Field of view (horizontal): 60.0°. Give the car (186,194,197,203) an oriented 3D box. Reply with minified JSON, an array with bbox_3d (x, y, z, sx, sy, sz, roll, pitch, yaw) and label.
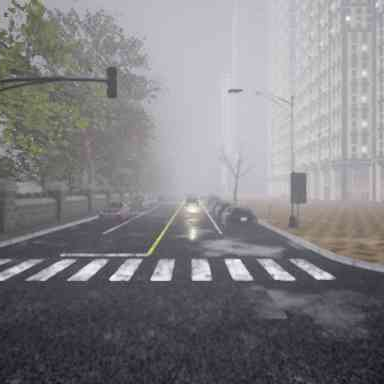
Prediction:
[{"bbox_3d":[-0.029,1.123,57.913,1.837,1.490,4.892,0,0,0],"label":"car"}]

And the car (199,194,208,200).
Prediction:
[{"bbox_3d":[2.655,1.096,75.700,1.802,1.307,4.206,0,0,0],"label":"car"}]

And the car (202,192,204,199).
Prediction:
[{"bbox_3d":[3.123,1.163,54.689,1.812,1.442,4.674,0,0,0],"label":"car"}]

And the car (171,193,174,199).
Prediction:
[{"bbox_3d":[-5.725,1.058,75.696,1.887,1.381,4.507,0,0,0],"label":"car"}]

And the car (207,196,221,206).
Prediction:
[{"bbox_3d":[2.677,1.355,30.643,1.947,1.339,4.313,0,0,0],"label":"car"}]

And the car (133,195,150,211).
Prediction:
[{"bbox_3d":[-5.706,1.192,36.270,1.967,1.590,4.097,0,0,0],"label":"car"}]

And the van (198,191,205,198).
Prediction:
[{"bbox_3d":[2.647,0.763,92.596,1.690,1.788,3.998,0,0,0],"label":"van"}]

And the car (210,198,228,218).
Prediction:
[{"bbox_3d":[2.679,1.392,25.010,1.947,1.339,4.313,0,0,0],"label":"car"}]

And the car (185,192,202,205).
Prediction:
[{"bbox_3d":[0.022,1.164,48.896,2.128,1.511,4.902,0,0,0],"label":"car"}]

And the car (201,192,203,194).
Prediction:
[{"bbox_3d":[2.657,1.097,70.068,2.008,1.369,4.403,0,0,0],"label":"car"}]

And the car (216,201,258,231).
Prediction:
[{"bbox_3d":[2.682,1.430,19.378,1.947,1.339,4.313,0,0,0],"label":"car"}]

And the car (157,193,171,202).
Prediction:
[{"bbox_3d":[-5.720,1.124,64.431,1.887,1.381,4.507,0,0,0],"label":"car"}]

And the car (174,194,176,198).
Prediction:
[{"bbox_3d":[-5.731,0.996,86.960,1.887,1.381,4.507,0,0,0],"label":"car"}]

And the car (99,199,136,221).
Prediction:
[{"bbox_3d":[-5.701,1.408,25.006,1.802,1.307,4.206,0,0,0],"label":"car"}]

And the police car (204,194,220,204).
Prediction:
[{"bbox_3d":[3.111,1.104,47.798,1.930,1.638,5.238,0,0,0],"label":"police car"}]

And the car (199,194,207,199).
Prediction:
[{"bbox_3d":[2.652,1.064,81.332,1.802,1.307,4.206,0,0,0],"label":"car"}]
